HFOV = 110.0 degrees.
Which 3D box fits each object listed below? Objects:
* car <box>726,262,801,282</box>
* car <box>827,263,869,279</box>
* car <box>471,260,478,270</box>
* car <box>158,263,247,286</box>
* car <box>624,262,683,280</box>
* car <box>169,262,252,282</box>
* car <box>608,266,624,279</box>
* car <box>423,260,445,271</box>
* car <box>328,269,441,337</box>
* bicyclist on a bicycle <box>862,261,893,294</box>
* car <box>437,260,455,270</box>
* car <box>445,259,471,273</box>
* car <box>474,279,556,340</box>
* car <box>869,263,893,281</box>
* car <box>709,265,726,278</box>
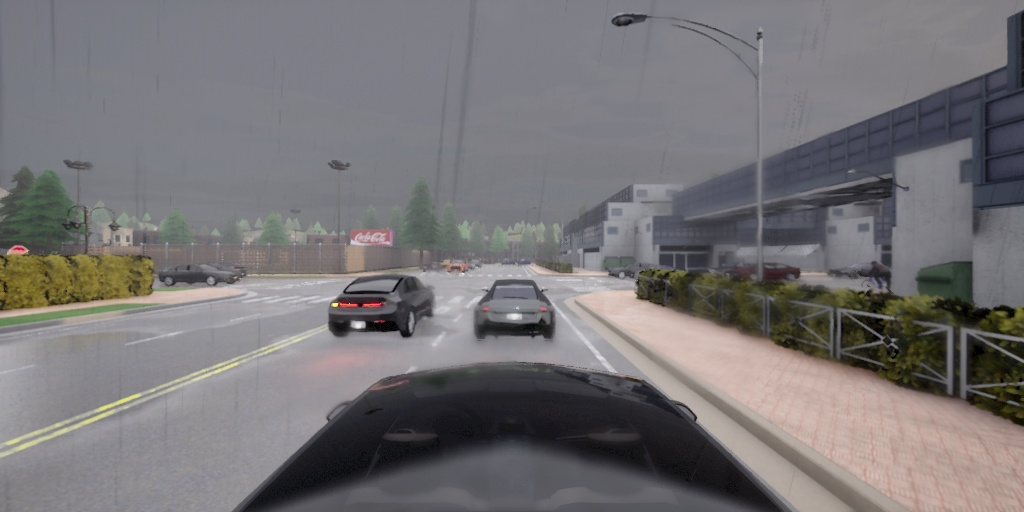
[{"bbox_3d":[20.816,1.297,29.443,5.008,1.535,1.882,0,0,0],"label":"car"},{"bbox_3d":[32.256,1.376,32.922,5.357,1.411,2.033,0,0,0],"label":"car"},{"bbox_3d":[-6.841,1.485,55.434,1.895,1.301,4.718,0,0,1],"label":"car"},{"bbox_3d":[-21.826,1.297,25.147,4.892,1.490,1.837,0,0,0],"label":"car"},{"bbox_3d":[11.844,1.383,29.455,4.181,1.385,1.994,0,0,-1],"label":"car"},{"bbox_3d":[-24.107,1.292,28.832,4.902,1.511,2.128,0,0,0],"label":"car"},{"bbox_3d":[11.362,1.333,32.998,4.892,1.490,1.837,0,0,1],"label":"car"},{"bbox_3d":[-10.414,1.429,47.593,1.994,1.385,4.181,0,0,1],"label":"car"},{"bbox_3d":[-3.453,1.276,10.308,1.837,1.490,4.892,0,0,-2],"label":"car"},{"bbox_3d":[18.326,1.094,17.964,0.582,1.620,1.656,0,0,0],"label":"bicyclist on a bicycle"},{"bbox_3d":[-10.330,1.364,56.235,1.882,1.535,5.008,0,0,1],"label":"car"},{"bbox_3d":[-6.924,1.214,46.448,2.097,1.767,4.553,0,0,1],"label":"car"},{"bbox_3d":[0.077,1.335,10.062,1.994,1.385,4.181,0,0,0],"label":"car"},{"bbox_3d":[32.995,1.310,29.417,4.902,1.511,2.128,0,0,0],"label":"car"},{"bbox_3d":[20.778,1.320,32.943,4.902,1.511,2.128,0,0,0],"label":"car"}]
